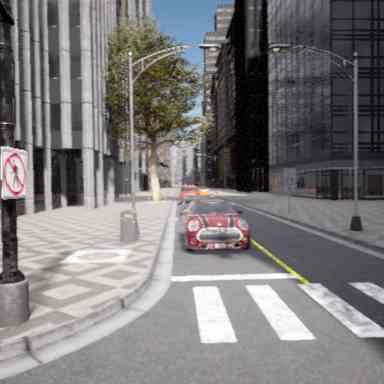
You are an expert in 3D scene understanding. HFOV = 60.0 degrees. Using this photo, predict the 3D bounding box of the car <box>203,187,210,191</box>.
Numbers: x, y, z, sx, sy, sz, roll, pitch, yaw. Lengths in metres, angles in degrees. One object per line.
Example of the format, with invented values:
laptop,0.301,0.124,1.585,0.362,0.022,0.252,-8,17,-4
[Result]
car,1.923,-0.143,57.551,2.097,1.767,4.553,-1,1,-3

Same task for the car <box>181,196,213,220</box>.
car,0.244,1.010,22.746,1.895,1.301,4.718,-1,1,-3

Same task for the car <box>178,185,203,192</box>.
car,-0.340,0.294,36.360,2.150,2.045,5.566,-1,2,-2

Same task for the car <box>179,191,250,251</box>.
car,0.724,1.013,12.456,2.097,1.767,4.553,-1,1,-4
